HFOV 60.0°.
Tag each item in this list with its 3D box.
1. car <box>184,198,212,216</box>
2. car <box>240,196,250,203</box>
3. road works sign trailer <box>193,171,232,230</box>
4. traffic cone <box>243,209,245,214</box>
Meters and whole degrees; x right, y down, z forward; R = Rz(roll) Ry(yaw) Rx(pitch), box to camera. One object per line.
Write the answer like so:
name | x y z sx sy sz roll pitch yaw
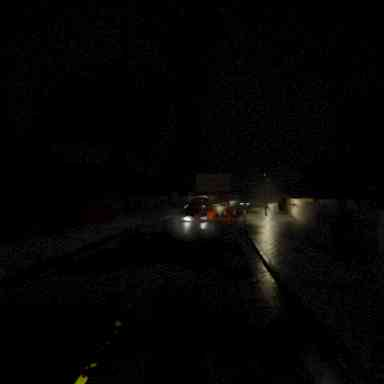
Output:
car | 0.634 1.367 32.829 2.097 1.767 4.553 0 0 12
car | 11.581 1.597 71.867 2.033 1.411 5.357 0 0 15
road works sign trailer | 1.390 0.462 21.180 2.380 3.560 2.880 0 0 9
traffic cone | 5.289 1.966 33.715 0.340 0.580 0.340 0 0 9
